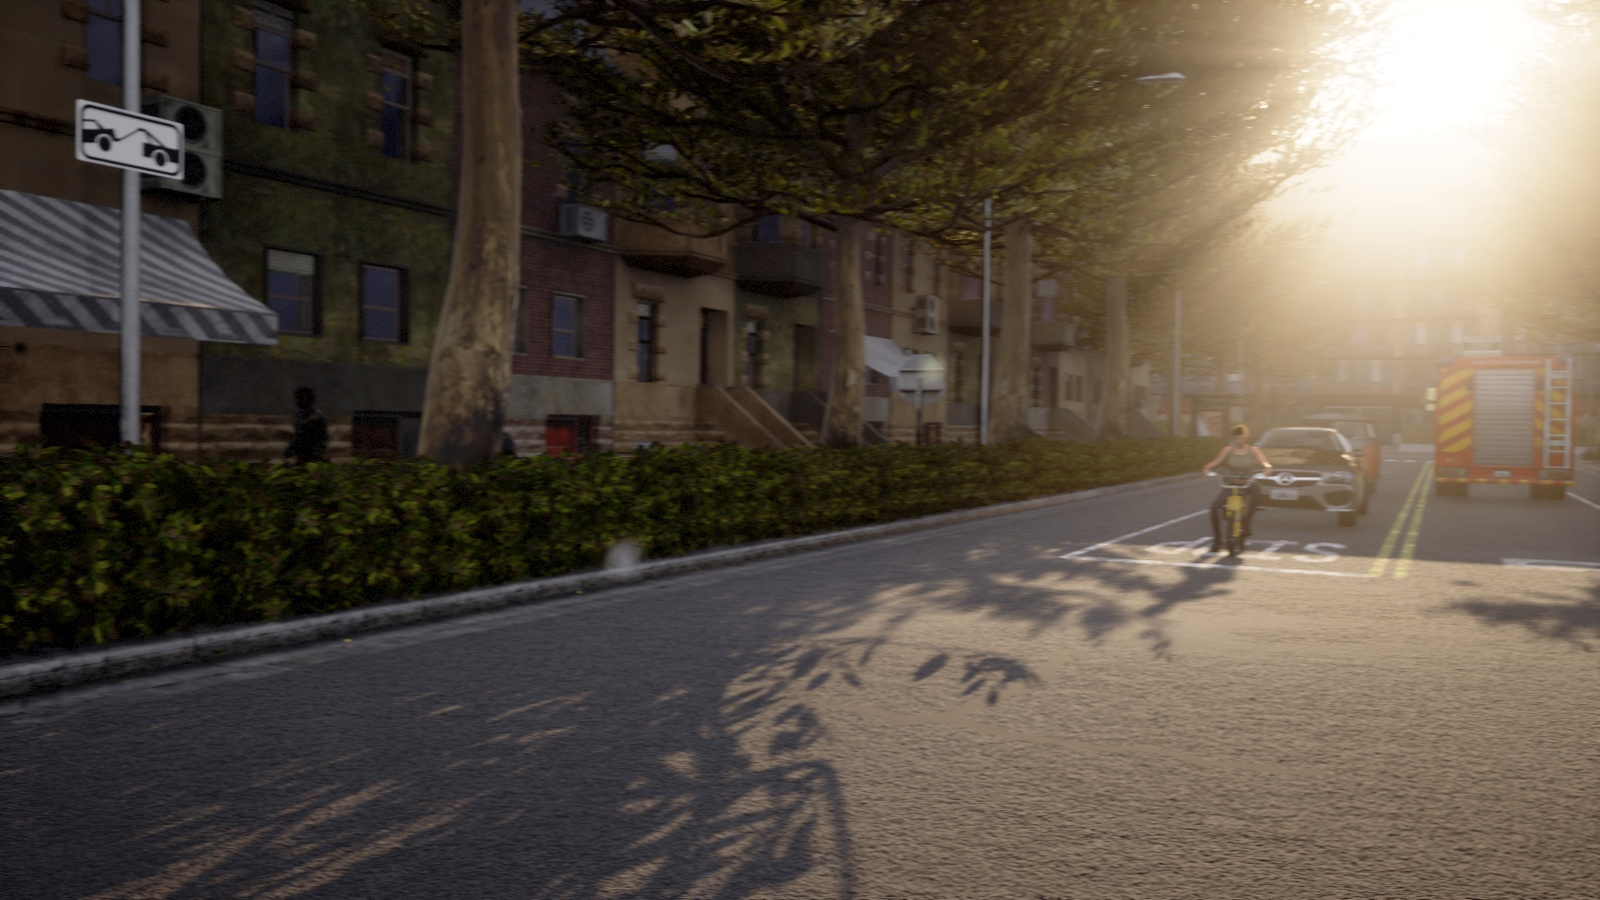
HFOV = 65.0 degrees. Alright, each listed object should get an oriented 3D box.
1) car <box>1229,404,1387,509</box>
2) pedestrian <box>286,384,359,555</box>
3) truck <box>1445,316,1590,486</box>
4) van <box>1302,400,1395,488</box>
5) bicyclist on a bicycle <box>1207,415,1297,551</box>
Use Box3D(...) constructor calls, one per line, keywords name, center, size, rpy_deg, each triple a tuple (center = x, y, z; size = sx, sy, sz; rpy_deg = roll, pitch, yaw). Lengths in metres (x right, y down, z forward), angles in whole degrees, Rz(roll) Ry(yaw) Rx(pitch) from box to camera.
Box3D(name="car", center=(9.191, 0.047, 22.463), size=(2.152, 1.651, 5.027), rpy_deg=(0, 1, 27))
Box3D(name="pedestrian", center=(-5.553, 0.217, 14.616), size=(0.395, 1.930, 0.692), rpy_deg=(0, 1, 24))
Box3D(name="truck", center=(18.452, -1.185, 32.705), size=(2.891, 3.827, 8.468), rpy_deg=(0, 1, 27))
Box3D(name="van", center=(13.454, -0.181, 30.674), size=(1.775, 1.987, 4.442), rpy_deg=(0, 1, 27))
Box3D(name="bicyclist on a bicycle", center=(5.659, 0.371, 15.666), size=(0.866, 1.612, 1.509), rpy_deg=(0, 1, 27))
